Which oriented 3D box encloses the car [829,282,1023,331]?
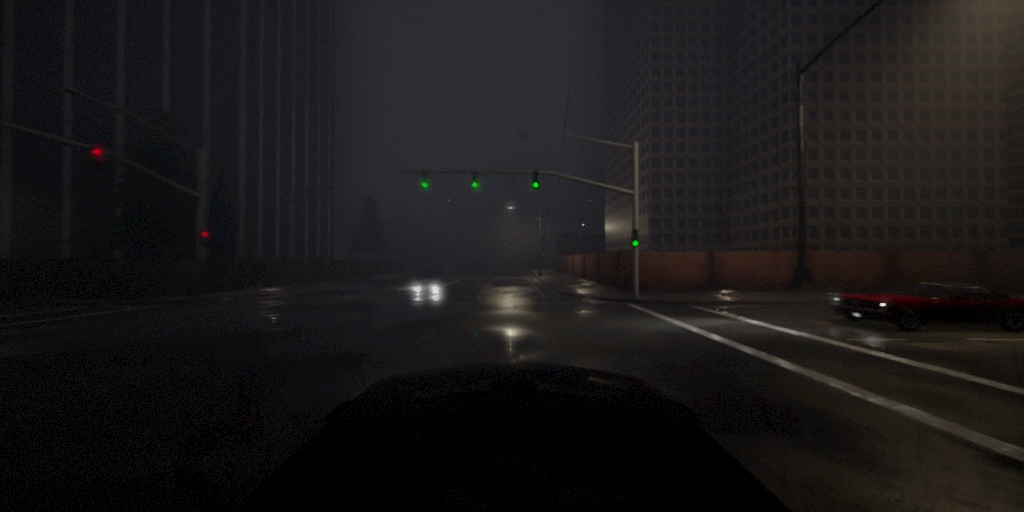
[{"bbox_3d":[12.539,1.453,10.772,4.718,1.301,1.895,0,-1,0],"label":"car"}]

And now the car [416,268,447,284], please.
[{"bbox_3d":[-7.003,1.669,31.421,1.895,1.301,4.718,0,-1,0],"label":"car"}]
